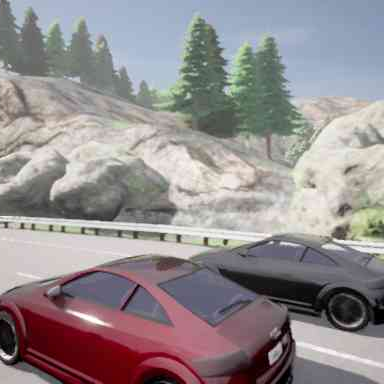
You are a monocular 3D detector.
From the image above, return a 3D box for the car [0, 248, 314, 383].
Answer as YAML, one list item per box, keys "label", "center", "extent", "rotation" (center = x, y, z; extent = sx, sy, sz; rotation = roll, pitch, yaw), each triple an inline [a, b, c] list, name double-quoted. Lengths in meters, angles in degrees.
- label: "car"
  center: [-0.831, 1.554, 4.411]
  extent: [4.181, 1.385, 1.994]
  rotation: [0, 0, 34]

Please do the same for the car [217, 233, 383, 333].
- label: "car"
  center: [1.822, 1.548, 6.834]
  extent: [4.181, 1.385, 1.994]
  rotation: [0, 0, 35]
